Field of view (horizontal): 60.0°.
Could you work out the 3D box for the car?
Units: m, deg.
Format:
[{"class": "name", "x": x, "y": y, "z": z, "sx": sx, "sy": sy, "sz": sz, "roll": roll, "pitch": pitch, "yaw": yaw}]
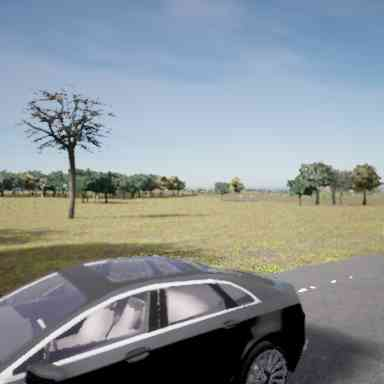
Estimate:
[{"class": "car", "x": -0.892, "y": 1.504, "z": 3.320, "sx": 4.902, "sy": 1.511, "sz": 2.128, "roll": 1, "pitch": 0, "yaw": -35}]
